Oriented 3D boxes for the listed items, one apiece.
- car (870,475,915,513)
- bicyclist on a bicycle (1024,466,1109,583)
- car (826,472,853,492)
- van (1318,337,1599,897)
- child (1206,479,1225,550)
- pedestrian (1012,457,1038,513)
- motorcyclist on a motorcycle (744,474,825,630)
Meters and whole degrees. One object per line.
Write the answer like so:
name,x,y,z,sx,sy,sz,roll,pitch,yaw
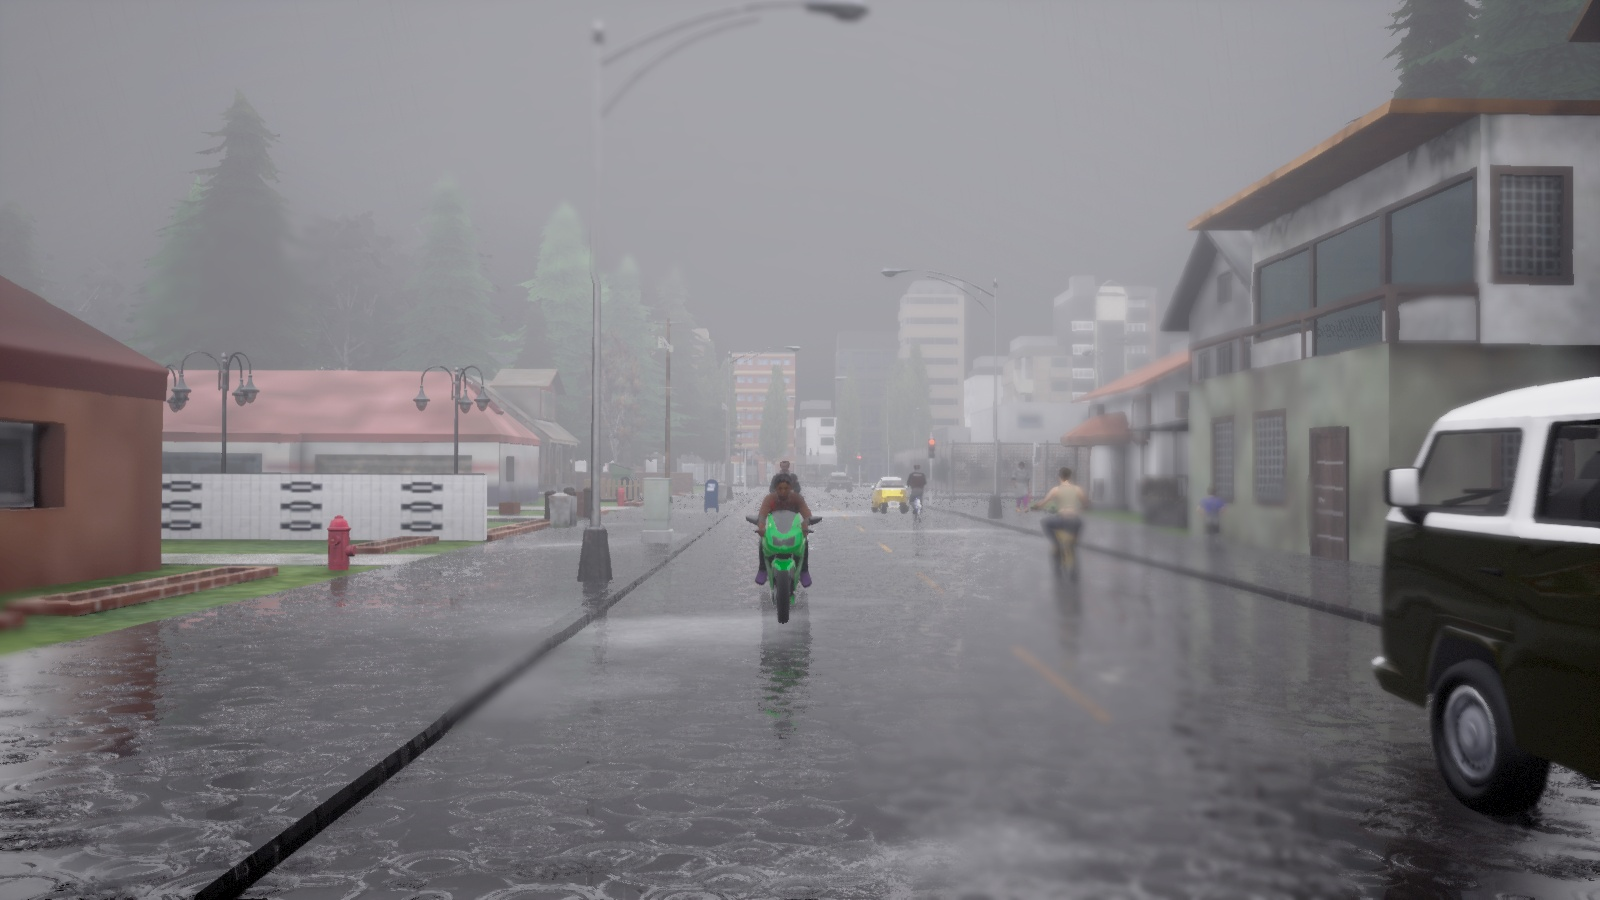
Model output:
car,3.493,1.654,47.662,1.481,1.376,2.207,0,-1,-1
bicyclist on a bicycle,3.803,1.038,18.029,0.866,1.612,1.509,0,-1,-1
car,2.989,2.408,95.578,1.837,1.490,4.892,0,-1,-1
van,3.939,0.604,4.708,2.069,2.038,4.480,0,-1,-1
child,7.444,1.152,22.505,0.270,1.263,0.437,0,-1,11
pedestrian,7.894,1.232,44.116,0.659,1.952,0.873,0,-1,-8
motorcyclist on a motorcycle,-0.162,1.022,13.389,0.797,1.523,2.044,0,-1,-1
